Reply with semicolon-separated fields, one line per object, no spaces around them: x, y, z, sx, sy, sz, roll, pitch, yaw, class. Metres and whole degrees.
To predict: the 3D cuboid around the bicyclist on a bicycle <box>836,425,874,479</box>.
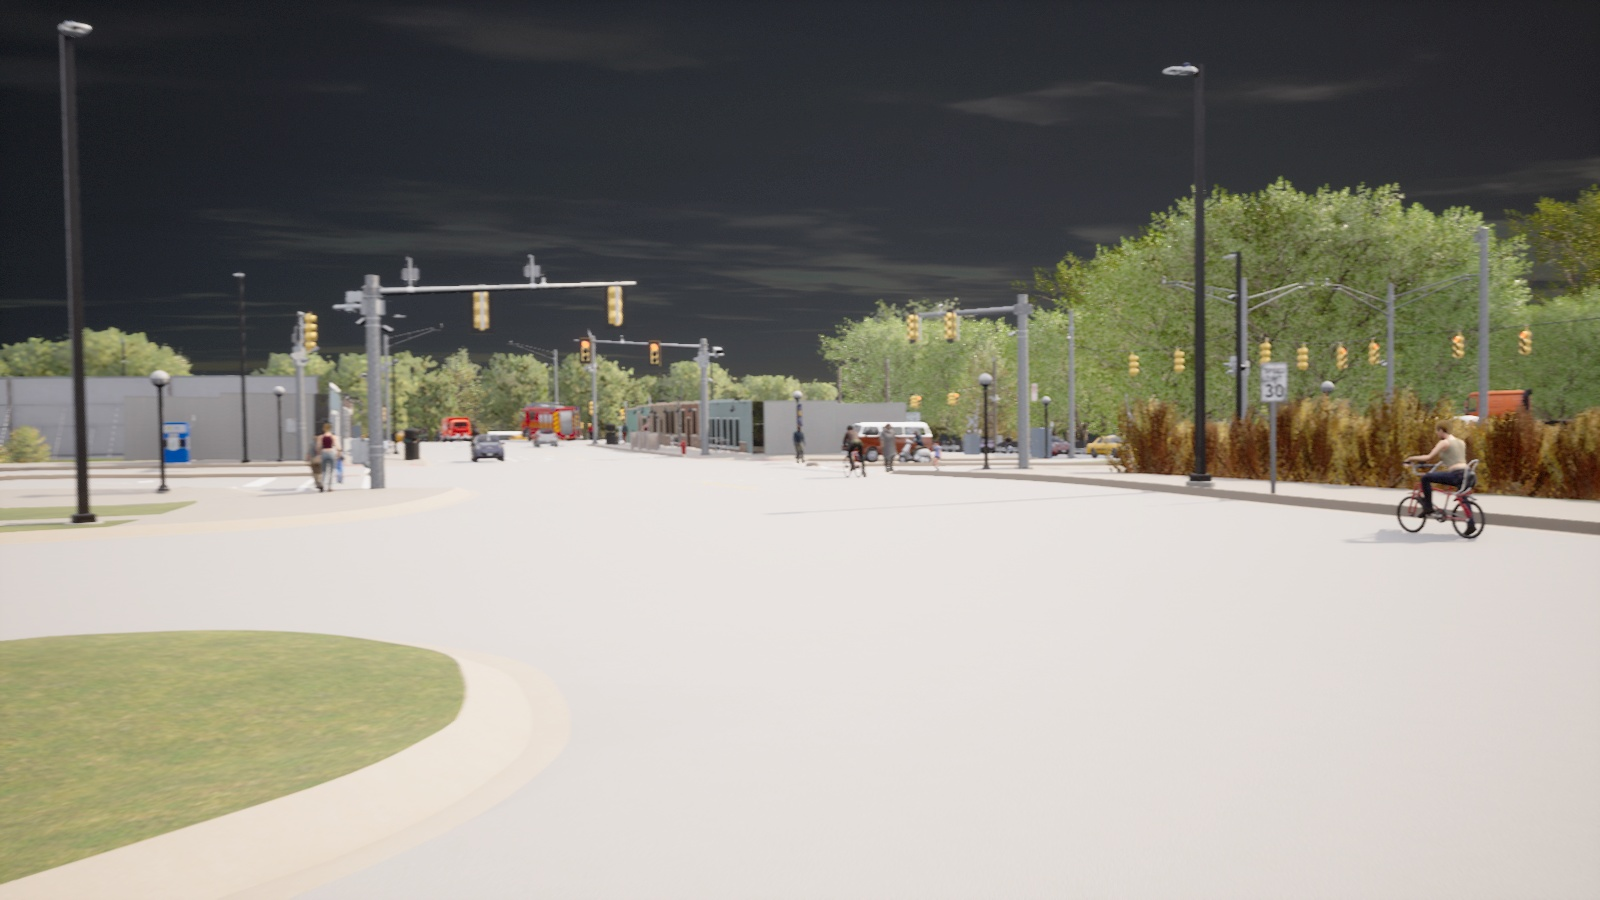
1.681;0.057;38.817;0.582;1.620;1.656;-2;0;-18;bicyclist on a bicycle

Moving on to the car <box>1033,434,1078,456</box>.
18.452;-0.330;90.703;1.845;1.501;3.633;-2;1;-12;car

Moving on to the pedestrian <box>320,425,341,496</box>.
-12.338;0.278;33.015;0.345;1.836;0.594;-2;2;-11;pedestrian

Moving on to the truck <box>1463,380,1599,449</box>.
39.996;-1.954;68.906;2.891;3.462;7.936;-2;2;0;truck

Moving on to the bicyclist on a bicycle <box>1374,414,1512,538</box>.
8.900;0.325;17.435;0.866;1.612;1.509;-2;2;-20;bicyclist on a bicycle

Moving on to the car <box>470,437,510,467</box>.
-17.054;0.074;69.004;1.845;1.501;3.633;-2;2;-18;car

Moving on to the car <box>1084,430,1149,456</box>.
20.541;-0.420;81.746;1.801;1.575;5.366;-2;0;-13;car

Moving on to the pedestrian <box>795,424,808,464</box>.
0.084;-0.277;57.199;0.370;1.835;0.726;-2;2;-16;pedestrian

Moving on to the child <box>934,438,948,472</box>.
4.792;0.171;42.747;0.394;1.110;0.255;-2;2;-12;child

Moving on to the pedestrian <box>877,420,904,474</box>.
3.337;-0.113;46.289;0.659;1.952;0.873;-2;2;-17;pedestrian

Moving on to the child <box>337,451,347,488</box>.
-16.058;0.674;44.015;0.270;1.263;0.437;-2;2;-19;child

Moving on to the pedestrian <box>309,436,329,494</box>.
-15.545;0.478;40.564;0.540;1.848;0.694;-2;2;-20;pedestrian

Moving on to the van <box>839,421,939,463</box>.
4.420;-0.391;62.266;4.480;2.038;2.069;0;0;-20;van

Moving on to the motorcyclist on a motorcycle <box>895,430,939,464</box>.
5.458;-0.142;58.571;1.817;1.590;0.866;0;1;-23;motorcyclist on a motorcycle
